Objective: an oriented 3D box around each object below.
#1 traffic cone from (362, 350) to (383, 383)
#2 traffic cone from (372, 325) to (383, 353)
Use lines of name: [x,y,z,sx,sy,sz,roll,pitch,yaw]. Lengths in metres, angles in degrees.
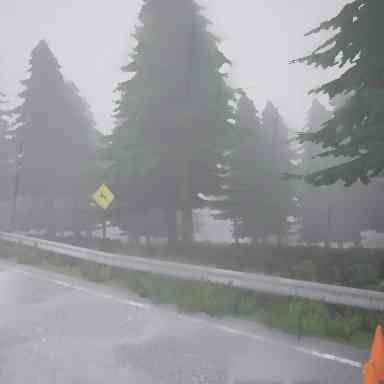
traffic cone: [1.775,1.956,3.289,0.340,0.580,0.340,0,0,34]
traffic cone: [2.322,1.956,4.124,0.340,0.580,0.340,0,0,34]
